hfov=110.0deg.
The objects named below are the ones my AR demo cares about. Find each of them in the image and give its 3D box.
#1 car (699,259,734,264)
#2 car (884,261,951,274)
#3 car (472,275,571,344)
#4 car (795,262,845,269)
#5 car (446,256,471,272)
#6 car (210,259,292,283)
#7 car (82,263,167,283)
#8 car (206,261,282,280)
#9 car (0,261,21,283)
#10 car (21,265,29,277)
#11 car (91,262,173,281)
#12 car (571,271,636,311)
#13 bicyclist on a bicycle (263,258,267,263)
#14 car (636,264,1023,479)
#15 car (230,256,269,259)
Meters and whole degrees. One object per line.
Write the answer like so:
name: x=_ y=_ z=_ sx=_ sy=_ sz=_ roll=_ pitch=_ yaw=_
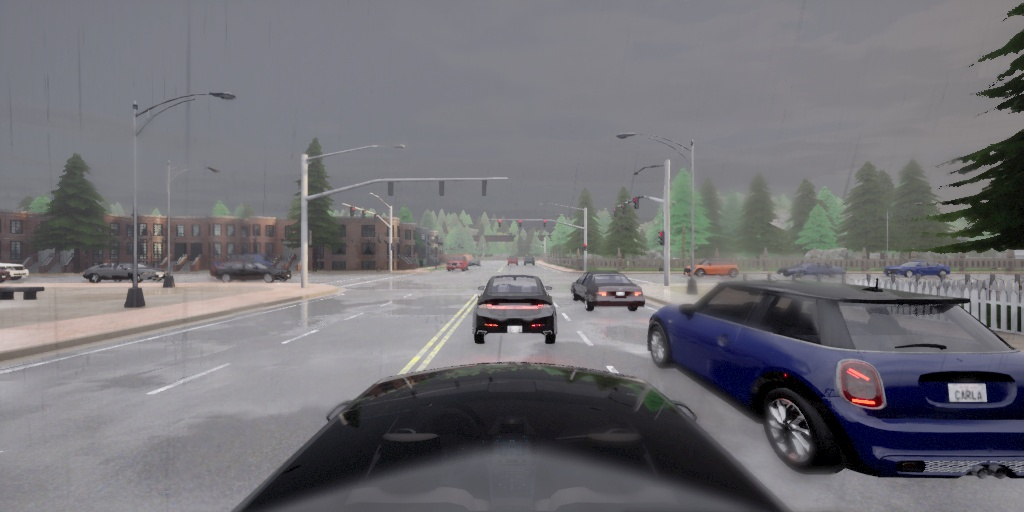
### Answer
car: x=18.775 y=1.102 z=33.963 sx=4.553 sy=1.767 sz=2.097 roll=0 pitch=0 yaw=0
car: x=38.177 y=1.228 z=33.894 sx=5.008 sy=1.535 sz=1.882 roll=0 pitch=0 yaw=0
car: x=0.079 y=1.242 z=9.555 sx=2.128 sy=1.511 sz=4.902 roll=0 pitch=0 yaw=1
car: x=28.300 y=1.297 z=33.929 sx=5.357 sy=1.411 sz=2.033 roll=0 pitch=0 yaw=1
car: x=-7.005 y=0.971 z=46.407 sx=2.150 sy=2.045 sz=5.566 roll=0 pitch=0 yaw=0
car: x=-19.502 y=1.228 z=27.231 sx=5.008 sy=1.535 sz=1.882 roll=0 pitch=0 yaw=-1
car: x=-28.998 y=1.242 z=26.961 sx=4.902 sy=1.511 sz=2.128 roll=0 pitch=0 yaw=-4
car: x=-22.811 y=1.228 z=30.669 sx=5.008 sy=1.535 sz=1.882 roll=0 pitch=0 yaw=-1
car: x=-39.168 y=1.228 z=25.243 sx=5.008 sy=1.535 sz=1.882 roll=0 pitch=0 yaw=-18
car: x=-42.171 y=0.971 z=27.913 sx=5.566 sy=2.045 sz=2.150 roll=0 pitch=0 yaw=-21
car: x=-31.908 y=1.276 z=30.240 sx=4.674 sy=1.442 sz=1.812 roll=0 pitch=0 yaw=-7
car: x=3.610 y=1.297 z=14.380 sx=2.033 sy=1.411 sz=5.357 roll=0 pitch=0 yaw=1
bicyclist on a bicycle: x=-28.735 y=1.053 z=41.685 sx=0.582 sy=1.620 sz=1.656 roll=0 pitch=0 yaw=-1
car: x=3.608 y=1.102 z=4.963 sx=2.097 sy=1.767 sz=4.553 roll=0 pitch=0 yaw=0
car: x=-28.369 y=0.971 z=37.761 sx=5.566 sy=2.045 sz=2.150 roll=0 pitch=0 yaw=-2
